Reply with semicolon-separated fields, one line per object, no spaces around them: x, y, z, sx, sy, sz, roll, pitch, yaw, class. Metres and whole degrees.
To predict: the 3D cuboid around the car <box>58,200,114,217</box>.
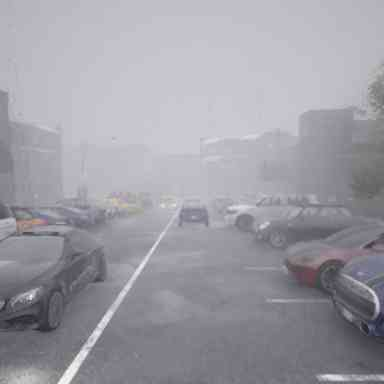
-7.698;1.410;20.827;4.792;1.488;2.163;0;0;0;car

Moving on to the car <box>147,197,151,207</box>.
-7.666;1.270;38.352;5.008;1.535;2.097;0;1;0;car

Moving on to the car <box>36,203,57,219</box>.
-7.642;1.298;11.886;4.553;1.767;2.185;0;0;0;car

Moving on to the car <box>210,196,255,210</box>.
4.663;1.263;38.760;4.892;1.521;2.231;0;1;0;car

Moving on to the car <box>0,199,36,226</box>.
-7.703;1.185;9.073;5.566;2.045;2.435;0;0;0;car

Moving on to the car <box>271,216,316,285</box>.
4.624;1.471;8.020;4.792;1.488;2.163;0;0;0;car

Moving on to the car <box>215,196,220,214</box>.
4.658;1.348;27.698;4.892;1.521;2.231;0;0;0;car

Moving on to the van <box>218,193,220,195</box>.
4.551;1.076;35.950;4.442;1.987;1.878;0;1;0;van

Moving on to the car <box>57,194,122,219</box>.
-7.699;1.241;23.764;4.553;1.767;2.185;0;0;0;car

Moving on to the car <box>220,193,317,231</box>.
4.632;1.137;19.191;5.566;2.045;2.435;0;0;0;car

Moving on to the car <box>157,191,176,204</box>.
-3.930;0.739;50.673;2.097;1.767;4.553;-1;3;-17;car

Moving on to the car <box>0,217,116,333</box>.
-3.083;1.492;6.874;1.812;1.442;4.674;0;0;0;car

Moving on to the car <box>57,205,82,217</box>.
-7.669;1.449;14.825;4.674;1.452;2.002;0;0;0;car

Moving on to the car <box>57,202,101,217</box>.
-7.668;1.435;17.888;4.674;1.452;2.002;0;0;0;car

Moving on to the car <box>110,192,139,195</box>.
-7.631;1.181;35.521;4.553;1.767;2.185;0;0;0;car

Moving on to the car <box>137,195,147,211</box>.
-7.478;1.322;32.580;5.366;1.575;1.946;0;0;0;car

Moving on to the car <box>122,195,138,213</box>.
-7.850;1.336;29.640;5.366;1.575;1.946;0;0;0;car

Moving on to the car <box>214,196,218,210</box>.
4.667;1.375;30.368;4.674;1.452;2.002;0;0;0;car

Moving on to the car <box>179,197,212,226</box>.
0.111;1.369;22.700;1.882;1.535;5.008;0;0;0;car

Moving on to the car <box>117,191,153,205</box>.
-7.631;0.957;41.291;5.566;2.045;2.435;0;1;0;car

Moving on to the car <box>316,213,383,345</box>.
4.685;1.329;5.223;4.553;1.767;2.185;0;0;0;car

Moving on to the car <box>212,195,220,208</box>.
4.673;1.322;33.158;4.892;1.521;2.231;0;0;0;car

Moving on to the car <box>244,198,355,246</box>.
4.689;1.288;13.729;4.553;1.767;2.185;0;0;0;car

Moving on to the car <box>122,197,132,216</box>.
-7.673;1.354;26.577;4.892;1.521;2.231;0;0;0;car
